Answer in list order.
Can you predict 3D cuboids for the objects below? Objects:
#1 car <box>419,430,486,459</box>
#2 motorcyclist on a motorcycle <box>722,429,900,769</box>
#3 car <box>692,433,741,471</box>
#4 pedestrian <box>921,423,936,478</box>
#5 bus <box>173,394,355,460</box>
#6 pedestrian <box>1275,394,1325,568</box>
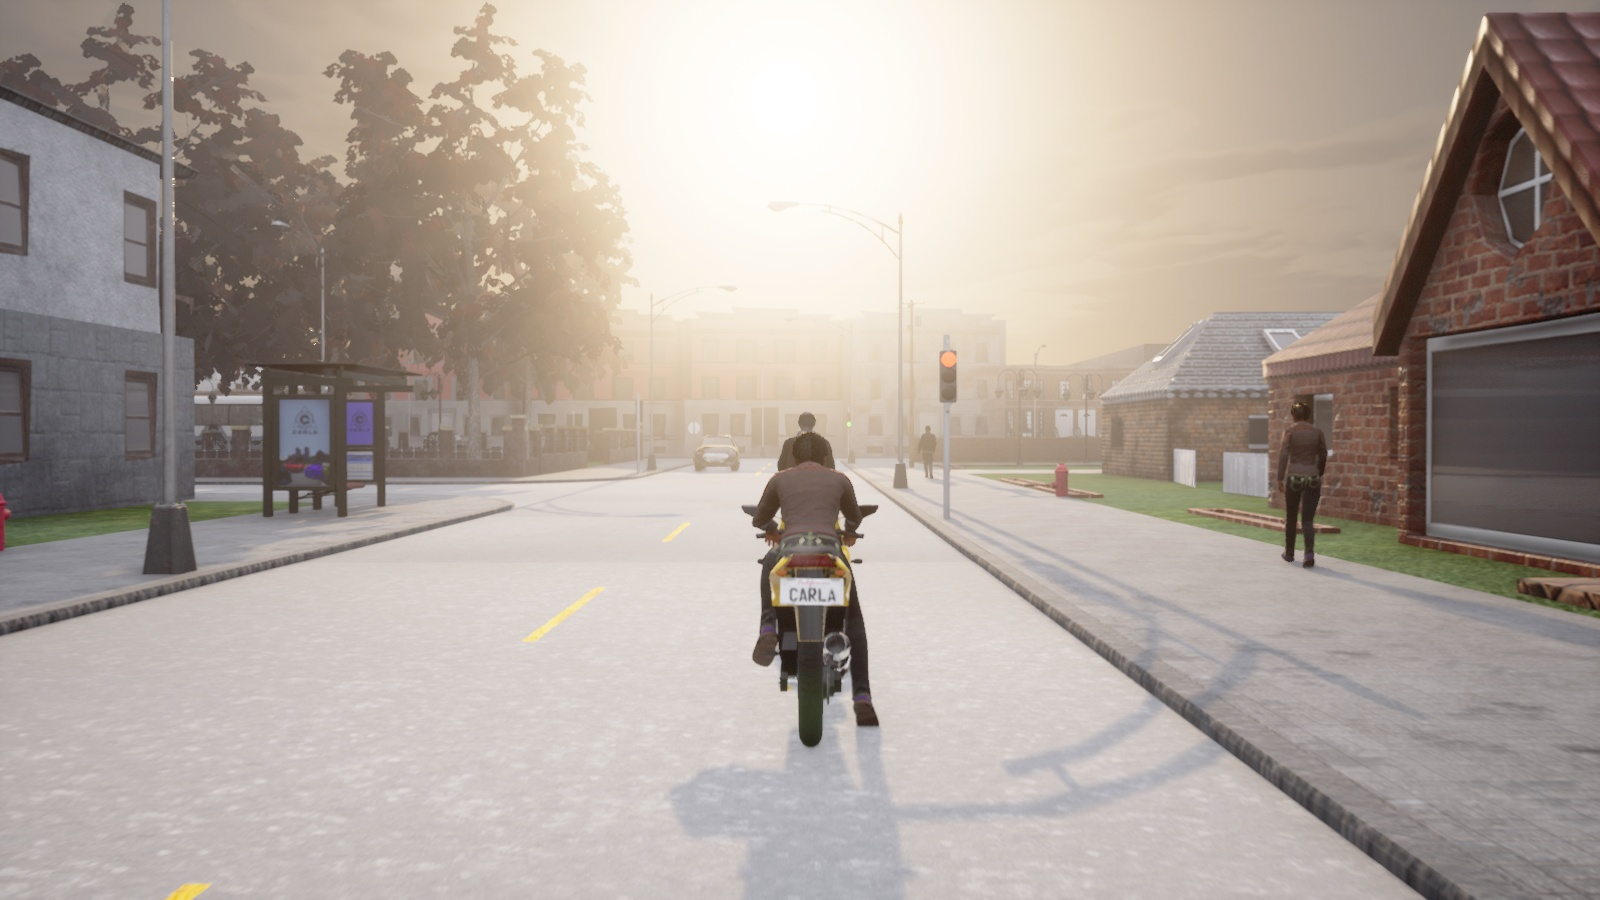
[{"bbox_3d":[-22.893,-0.347,82.854,3.866,1.878,1.905,0,1,1],"label":"car"},{"bbox_3d":[0.053,0.658,6.655,0.797,1.523,2.044,0,1,0],"label":"motorcyclist on a motorcycle"},{"bbox_3d":[-3.732,0.075,56.930,2.033,1.649,4.856,0,1,-1],"label":"car"},{"bbox_3d":[4.298,0.016,42.146,0.431,1.840,0.703,0,1,0],"label":"pedestrian"},{"bbox_3d":[-35.248,-1.529,82.887,10.273,4.253,3.944,0,1,1],"label":"bus"},{"bbox_3d":[5.361,0.318,13.499,0.328,1.805,0.869,0,1,10],"label":"pedestrian"}]
